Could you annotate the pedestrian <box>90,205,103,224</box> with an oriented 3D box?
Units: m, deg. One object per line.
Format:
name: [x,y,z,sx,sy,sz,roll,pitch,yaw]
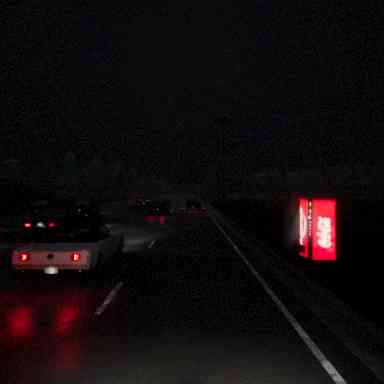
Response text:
pedestrian: [-3.495,1.294,11.862,0.375,1.860,0.375,0,0,0]

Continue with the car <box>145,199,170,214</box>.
car: [-3.371,1.492,35.280,2.128,1.511,4.902,0,0,0]

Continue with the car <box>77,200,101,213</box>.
car: [-10.375,1.525,32.777,1.812,1.442,4.674,0,0,0]

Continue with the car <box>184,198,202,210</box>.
car: [0.134,1.503,42.116,1.837,1.490,4.892,0,0,0]

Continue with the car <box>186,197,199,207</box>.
car: [0.125,1.564,52.198,1.994,1.385,4.181,0,0,0]

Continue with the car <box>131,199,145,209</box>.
car: [-6.864,1.563,44.326,1.994,1.385,4.181,0,0,0]

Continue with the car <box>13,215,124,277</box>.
car: [-3.393,1.606,10.229,1.895,1.301,4.718,0,0,0]

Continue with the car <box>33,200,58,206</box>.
car: [-13.875,1.525,32.030,1.812,1.442,4.674,0,0,0]

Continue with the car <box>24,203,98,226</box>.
car: [-6.887,1.547,17.620,2.033,1.411,5.357,0,0,0]

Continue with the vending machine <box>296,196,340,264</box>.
vending machine: [4.076,1.195,10.801,1.100,2.100,0.880,0,0,0]
